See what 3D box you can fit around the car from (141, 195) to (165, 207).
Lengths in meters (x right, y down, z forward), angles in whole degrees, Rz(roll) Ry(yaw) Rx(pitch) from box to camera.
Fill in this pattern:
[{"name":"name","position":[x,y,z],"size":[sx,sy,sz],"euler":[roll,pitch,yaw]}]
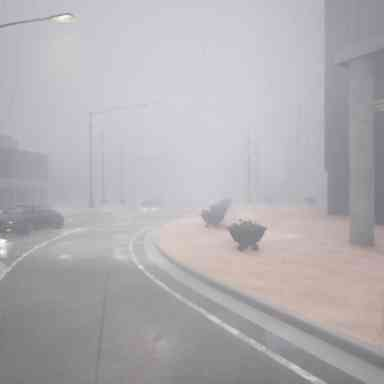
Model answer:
[{"name":"car","position":[-4.721,1.069,41.044],"size":[2.033,1.411,5.357],"euler":[0,1,8]}]

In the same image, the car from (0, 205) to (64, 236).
[{"name":"car","position":[-8.569,1.401,17.239],"size":[1.994,1.385,4.181],"euler":[0,1,14]}]
